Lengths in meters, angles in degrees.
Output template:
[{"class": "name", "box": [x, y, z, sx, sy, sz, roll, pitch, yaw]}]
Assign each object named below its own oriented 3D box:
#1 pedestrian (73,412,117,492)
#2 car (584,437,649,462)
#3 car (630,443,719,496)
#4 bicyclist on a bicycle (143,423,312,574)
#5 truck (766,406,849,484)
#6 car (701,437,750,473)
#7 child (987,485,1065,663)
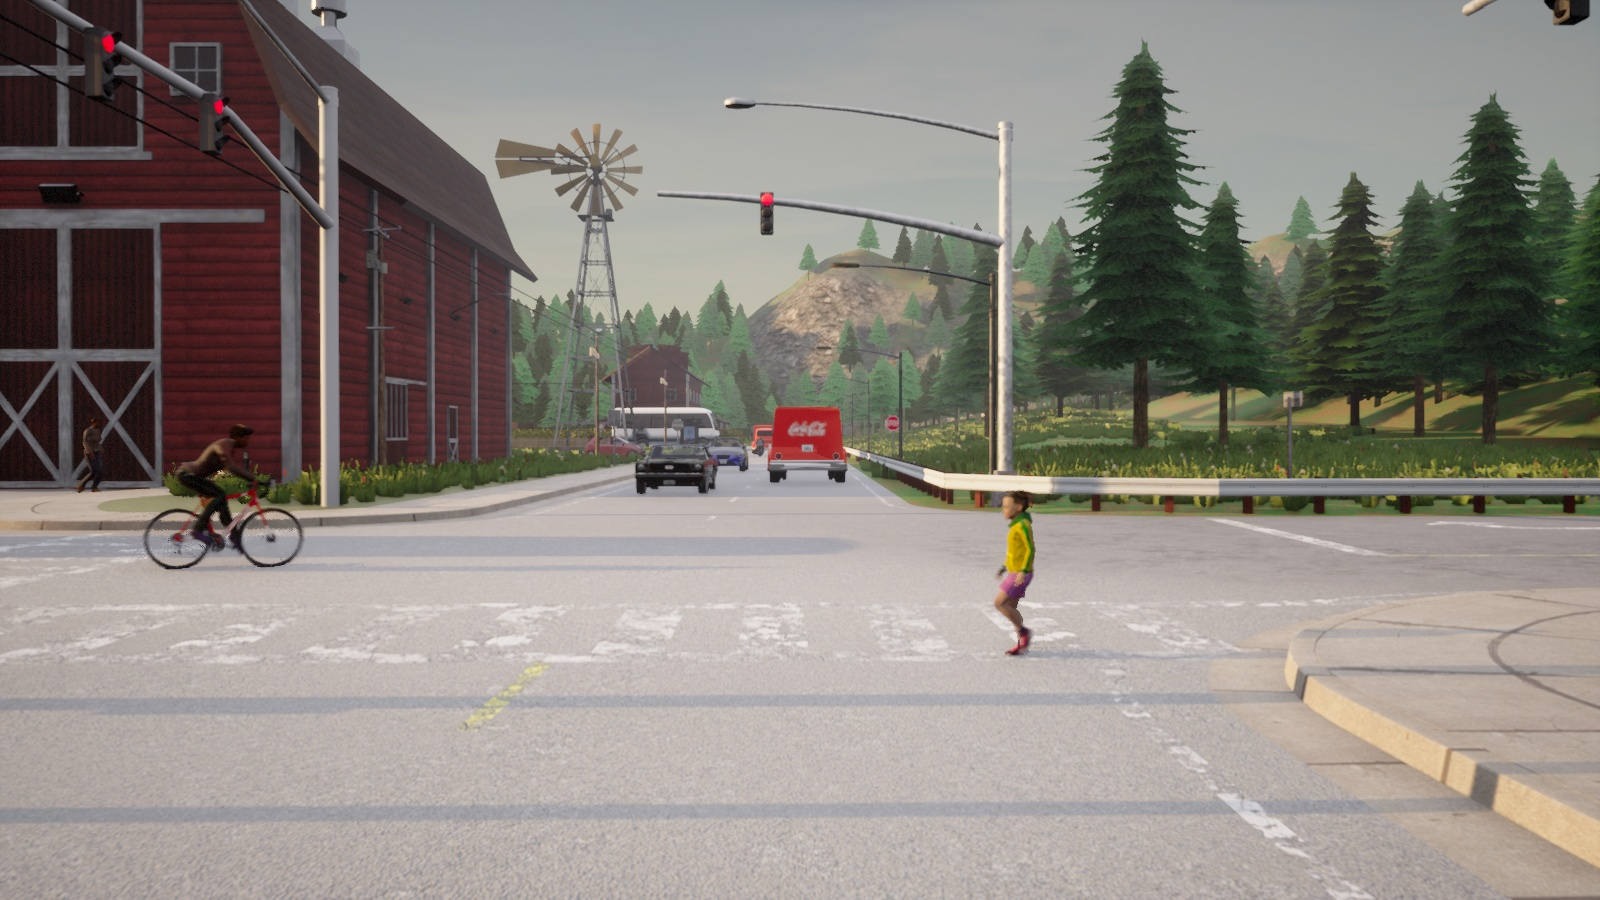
[{"class": "pedestrian", "box": [-16.147, 0.043, 28.773, 0.869, 1.805, 0.328, 0, 1, 13]}, {"class": "car", "box": [-11.110, -0.057, 76.085, 3.633, 1.501, 1.845, 0, 1, 3]}, {"class": "car", "box": [-3.296, 0.484, 33.855, 1.895, 1.301, 4.718, 0, 1, 0]}, {"class": "bicyclist on a bicycle", "box": [-6.360, 0.525, 14.029, 1.656, 1.620, 0.582, 0, -1, -17]}, {"class": "truck", "box": [0.253, -0.192, 42.427, 2.627, 2.467, 5.204, 0, 1, 0]}, {"class": "car", "box": [-3.181, 0.180, 54.257, 1.816, 1.474, 4.193, 0, 1, 0]}, {"class": "child", "box": [1.512, 0.821, 8.435, 0.473, 1.160, 0.299, 0, 1, 2]}]
